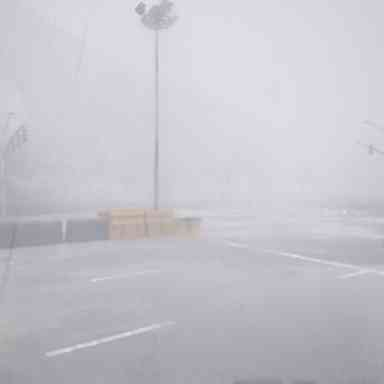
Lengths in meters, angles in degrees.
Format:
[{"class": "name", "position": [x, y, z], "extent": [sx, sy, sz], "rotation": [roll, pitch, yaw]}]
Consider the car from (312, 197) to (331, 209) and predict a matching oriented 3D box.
[{"class": "car", "position": [20.082, 1.451, 48.493], "extent": [4.553, 1.767, 2.097], "rotation": [0, 0, -35]}]

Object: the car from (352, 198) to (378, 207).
[{"class": "car", "position": [28.211, 1.680, 54.265], "extent": [4.181, 1.385, 1.994], "rotation": [0, 0, -34]}]

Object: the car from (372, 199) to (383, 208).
[{"class": "car", "position": [29.727, 1.716, 51.074], "extent": [4.718, 1.301, 1.895], "rotation": [0, 0, -35]}]

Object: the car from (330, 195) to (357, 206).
[{"class": "car", "position": [25.951, 1.468, 56.961], "extent": [4.553, 1.767, 2.097], "rotation": [0, 0, -35]}]

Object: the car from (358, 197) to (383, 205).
[{"class": "car", "position": [33.606, 1.672, 62.363], "extent": [5.357, 1.411, 2.033], "rotation": [0, 0, -36]}]

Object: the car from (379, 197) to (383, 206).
[{"class": "car", "position": [35.488, 1.637, 59.407], "extent": [4.892, 1.490, 1.837], "rotation": [0, 0, -35]}]

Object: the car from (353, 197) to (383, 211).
[{"class": "car", "position": [22.591, 1.621, 41.686], "extent": [4.674, 1.442, 1.812], "rotation": [0, 0, -35]}]

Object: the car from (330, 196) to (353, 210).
[{"class": "car", "position": [21.630, 1.645, 45.307], "extent": [5.357, 1.411, 2.033], "rotation": [0, 0, -36]}]

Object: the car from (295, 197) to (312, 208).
[{"class": "car", "position": [17.812, 1.590, 51.172], "extent": [4.902, 1.511, 2.128], "rotation": [0, 0, -36]}]
